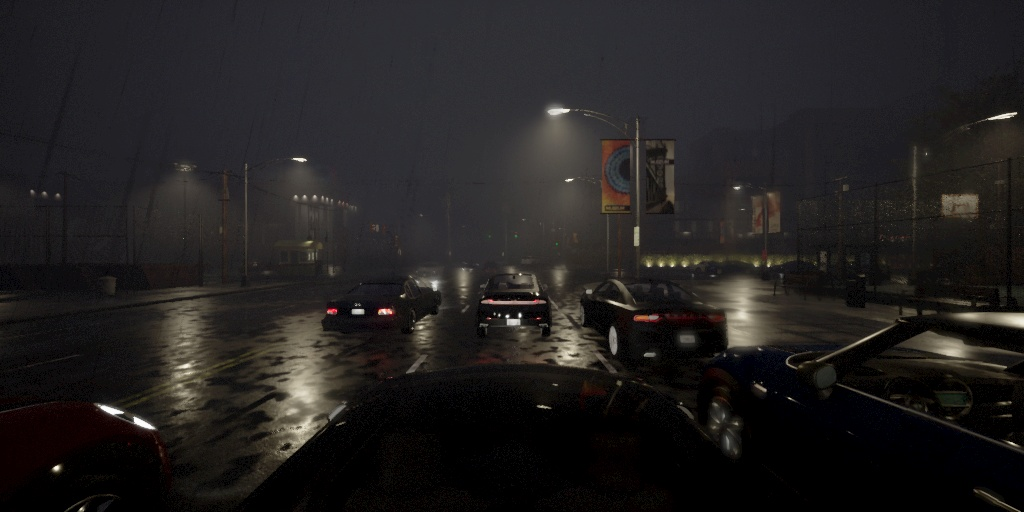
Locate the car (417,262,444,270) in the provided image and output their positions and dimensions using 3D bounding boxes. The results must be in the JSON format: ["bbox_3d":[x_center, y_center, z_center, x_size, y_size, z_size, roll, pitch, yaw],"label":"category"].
[{"bbox_3d":[-7.104,1.275,31.429,1.812,1.442,4.674,0,0,0],"label":"car"}]

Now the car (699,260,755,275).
[{"bbox_3d":[23.740,1.228,39.168,5.008,1.535,1.882,0,0,0],"label":"car"}]

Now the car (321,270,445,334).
[{"bbox_3d":[-3.442,1.297,10.567,2.033,1.411,5.357,0,0,0],"label":"car"}]

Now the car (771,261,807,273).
[{"bbox_3d":[33.589,1.276,42.741,4.674,1.442,1.812,0,0,0],"label":"car"}]

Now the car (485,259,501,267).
[{"bbox_3d":[-3.223,1.241,55.532,2.128,1.511,4.902,0,0,-1],"label":"car"}]

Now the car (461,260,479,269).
[{"bbox_3d":[-6.674,1.297,57.817,2.033,1.411,5.357,0,0,7],"label":"car"}]

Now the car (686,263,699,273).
[{"bbox_3d":[23.232,1.276,42.645,4.674,1.442,1.812,0,0,-1],"label":"car"}]

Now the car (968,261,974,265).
[{"bbox_3d":[45.200,1.297,32.269,5.357,1.411,2.033,0,0,-1],"label":"car"}]

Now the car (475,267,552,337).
[{"bbox_3d":[0.056,1.242,10.305,2.128,1.511,4.902,0,0,0],"label":"car"}]

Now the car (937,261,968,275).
[{"bbox_3d":[45.168,1.241,35.769,4.902,1.511,2.128,0,0,-1],"label":"car"}]

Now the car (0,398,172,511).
[{"bbox_3d":[-3.403,1.102,0.561,2.097,1.767,4.553,0,0,0],"label":"car"}]

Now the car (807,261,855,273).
[{"bbox_3d":[36.079,1.296,39.260,5.357,1.411,2.033,0,0,0],"label":"car"}]
